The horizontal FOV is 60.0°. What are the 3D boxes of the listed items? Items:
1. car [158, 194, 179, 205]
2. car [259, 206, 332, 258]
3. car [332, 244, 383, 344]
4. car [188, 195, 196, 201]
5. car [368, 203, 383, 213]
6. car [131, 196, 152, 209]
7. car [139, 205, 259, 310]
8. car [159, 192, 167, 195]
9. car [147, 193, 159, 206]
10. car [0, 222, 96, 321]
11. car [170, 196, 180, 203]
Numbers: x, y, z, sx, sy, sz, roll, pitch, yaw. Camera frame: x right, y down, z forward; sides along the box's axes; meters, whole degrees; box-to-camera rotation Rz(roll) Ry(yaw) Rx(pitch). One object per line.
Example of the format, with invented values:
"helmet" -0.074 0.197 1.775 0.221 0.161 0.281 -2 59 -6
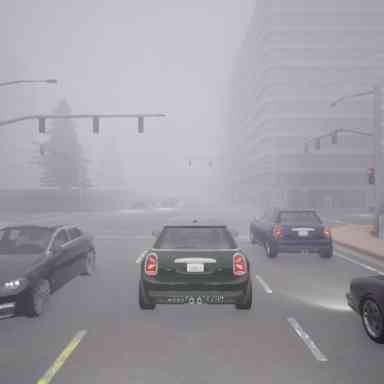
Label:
"car" -3.597 1.490 51.082 2.128 1.511 4.902 0 0 0
"car" 3.587 1.352 12.827 2.097 1.767 4.553 0 0 0
"car" 3.599 1.547 3.351 2.033 1.411 5.357 0 0 0
"car" 0.000 1.523 81.125 2.128 1.511 4.902 0 0 0
"car" 19.936 1.491 32.455 5.357 1.411 2.033 0 0 -18
"car" -7.100 1.600 45.613 1.895 1.301 4.718 0 0 0
"car" 0.071 1.352 7.988 2.097 1.767 4.553 0 0 0
"car" -7.000 1.219 69.125 2.150 2.045 5.566 0 0 0
"car" -7.089 1.352 54.509 2.097 1.767 4.553 0 0 0
"car" -3.602 1.491 7.482 2.128 1.511 4.902 0 0 0
"car" -3.500 1.593 71.100 1.895 1.301 4.718 0 0 0
